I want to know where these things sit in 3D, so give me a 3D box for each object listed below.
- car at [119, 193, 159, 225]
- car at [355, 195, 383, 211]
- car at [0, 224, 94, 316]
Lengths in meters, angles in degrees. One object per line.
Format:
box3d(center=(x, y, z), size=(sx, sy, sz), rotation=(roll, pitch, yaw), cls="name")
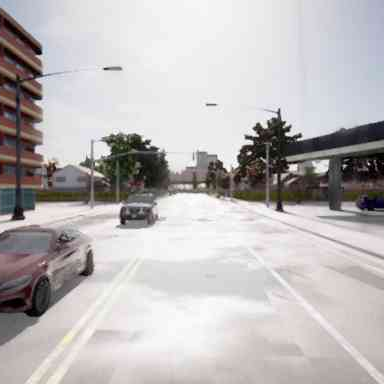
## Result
box3d(center=(-3.617, 1.141, 23.595), size=(2.150, 2.045, 5.566), rotation=(0, 0, 0), cls="car")
box3d(center=(20.219, 1.141, 35.871), size=(4.611, 1.667, 2.242), rotation=(0, 0, 1), cls="car")
box3d(center=(-3.609, 1.503, 7.596), size=(1.812, 1.442, 4.674), rotation=(0, 0, 0), cls="car")
